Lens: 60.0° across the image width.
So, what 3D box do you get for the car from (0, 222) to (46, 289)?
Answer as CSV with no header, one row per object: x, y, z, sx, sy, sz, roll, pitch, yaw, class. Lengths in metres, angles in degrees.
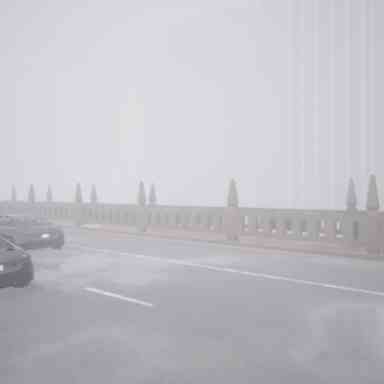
-5.701,1.564,8.059,4.181,1.385,1.994,0,0,36,car

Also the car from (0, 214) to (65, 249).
-6.971,1.567,13.264,4.181,1.385,1.994,0,0,36,car
